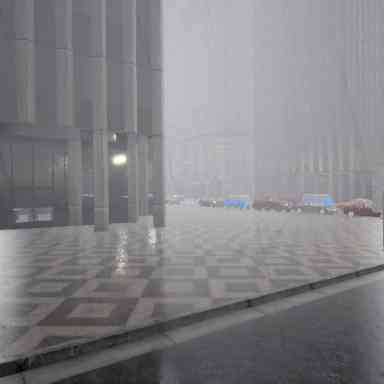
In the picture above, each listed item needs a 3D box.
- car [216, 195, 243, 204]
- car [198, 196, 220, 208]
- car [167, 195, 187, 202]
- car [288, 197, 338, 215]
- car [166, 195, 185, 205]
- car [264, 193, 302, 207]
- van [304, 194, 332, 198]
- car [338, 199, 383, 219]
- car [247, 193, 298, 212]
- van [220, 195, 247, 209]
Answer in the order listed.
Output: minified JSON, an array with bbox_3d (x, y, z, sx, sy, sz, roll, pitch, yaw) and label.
[{"bbox_3d":[6.326,1.296,56.466,1.752,1.417,4.829,-1,1,-36],"label":"car"},{"bbox_3d":[2.684,1.371,46.881,1.967,1.590,4.097,-1,1,-36],"label":"car"},{"bbox_3d":[-3.209,1.257,69.815,2.008,1.369,4.403,-1,1,-36],"label":"car"},{"bbox_3d":[12.325,1.549,33.398,2.008,1.369,4.403,-1,1,-36],"label":"car"},{"bbox_3d":[-3.741,1.438,55.872,2.008,1.369,4.403,-1,1,-36],"label":"car"},{"bbox_3d":[12.845,1.130,47.334,2.192,1.841,5.009,-1,1,-36],"label":"car"},{"bbox_3d":[16.057,1.178,42.838,1.690,1.788,3.998,-1,1,-36],"label":"van"},{"bbox_3d":[15.538,1.566,28.903,1.887,1.381,4.507,-1,1,-36],"label":"car"},{"bbox_3d":[9.110,1.290,37.890,2.192,1.841,5.009,-1,1,-36],"label":"car"},{"bbox_3d":[5.896,1.294,42.386,1.690,1.788,3.998,-1,1,-36],"label":"van"}]
